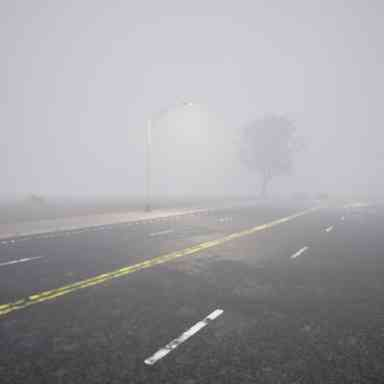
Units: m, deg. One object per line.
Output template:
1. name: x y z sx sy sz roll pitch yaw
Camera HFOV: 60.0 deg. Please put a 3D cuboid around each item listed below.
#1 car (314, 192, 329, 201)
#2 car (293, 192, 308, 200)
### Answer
1. car: 21.008 0.700 53.825 1.994 1.385 4.181 1 1 26
2. car: 18.095 0.628 55.264 1.994 1.385 4.181 1 1 26
